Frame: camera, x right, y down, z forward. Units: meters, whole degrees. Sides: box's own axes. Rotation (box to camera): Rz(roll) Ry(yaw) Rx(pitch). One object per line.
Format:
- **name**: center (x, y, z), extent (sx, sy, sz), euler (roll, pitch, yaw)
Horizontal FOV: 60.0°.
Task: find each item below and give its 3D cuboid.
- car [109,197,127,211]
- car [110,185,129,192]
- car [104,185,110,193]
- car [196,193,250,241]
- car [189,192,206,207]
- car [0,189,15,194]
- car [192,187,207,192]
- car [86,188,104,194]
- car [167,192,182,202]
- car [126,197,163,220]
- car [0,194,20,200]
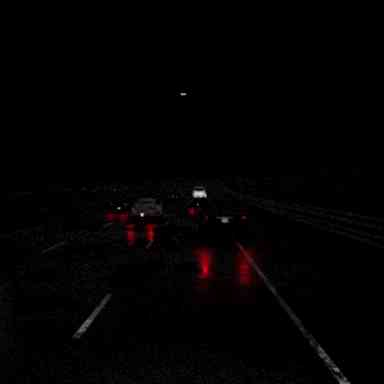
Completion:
- **car**: center (-6.469, 1.111, 32.037), extent (1.895, 1.301, 4.718), euler (0, 1, 2)
- **car**: center (-15.252, -0.479, 72.004), extent (2.150, 2.045, 5.566), euler (0, 2, 4)
- **car**: center (-18.495, -0.660, 76.150), extent (2.150, 2.045, 5.566), euler (0, 2, 4)
- **car**: center (1.338, 1.128, 15.425), extent (2.097, 1.767, 4.553), euler (0, 1, 1)
- **car**: center (0.700, 0.979, 38.248), extent (1.895, 1.301, 4.718), euler (0, 1, 3)
- **car**: center (-20.542, 0.677, 34.615), extent (2.150, 2.045, 5.566), euler (0, 1, 2)
- **car**: center (1.177, 0.214, 51.908), extent (2.150, 2.045, 5.566), euler (0, 2, 3)
- **car**: center (-22.097, -0.310, 74.684), extent (1.895, 1.301, 4.718), euler (0, 2, 4)
- **car**: center (-2.454, 0.688, 47.361), extent (2.033, 1.411, 5.357), euler (0, 2, 3)
- **car**: center (-3.143, 1.173, 23.658), extent (1.812, 1.442, 4.674), euler (0, 1, 1)
- **car**: center (-17.161, 1.130, 30.759), extent (1.895, 1.301, 4.718), euler (0, 1, 2)
